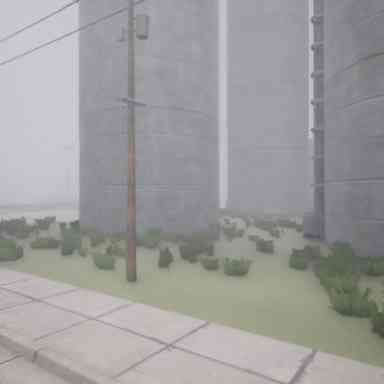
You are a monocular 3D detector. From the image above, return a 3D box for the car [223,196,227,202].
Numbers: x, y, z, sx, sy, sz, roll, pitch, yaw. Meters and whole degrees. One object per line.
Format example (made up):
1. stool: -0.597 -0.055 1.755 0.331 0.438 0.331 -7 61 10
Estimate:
1. car: 9.076 1.609 74.827 4.193 1.474 1.816 0 0 35
